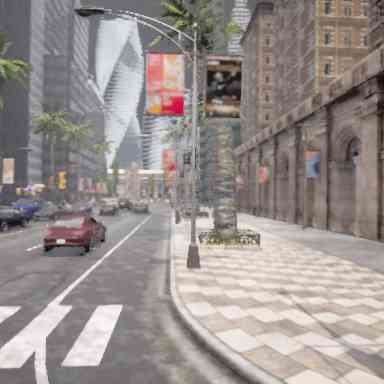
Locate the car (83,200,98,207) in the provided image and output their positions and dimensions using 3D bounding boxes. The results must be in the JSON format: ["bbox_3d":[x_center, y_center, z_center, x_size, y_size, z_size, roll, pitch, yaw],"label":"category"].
[{"bbox_3d":[-23.159,2.632,75.742,2.231,1.521,4.892,1,-1,-4],"label":"car"}]

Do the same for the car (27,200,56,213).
[{"bbox_3d":[-20.926,1.986,46.459,2.185,1.767,4.553,1,-1,-4],"label":"car"}]

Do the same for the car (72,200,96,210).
[{"bbox_3d":[-14.051,1.978,41.914,2.097,1.767,4.553,1,-1,-4],"label":"car"}]

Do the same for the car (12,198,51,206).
[{"bbox_3d":[-17.111,1.680,34.754,2.150,2.045,5.566,1,-1,-4],"label":"car"}]

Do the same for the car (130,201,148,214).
[{"bbox_3d":[-7.333,2.311,48.184,2.128,1.511,4.902,1,-1,-4],"label":"car"}]

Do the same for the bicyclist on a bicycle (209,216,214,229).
[{"bbox_3d":[1.841,1.705,20.268,1.656,1.620,0.582,0,-1,-4],"label":"bicyclist on a bicycle"}]

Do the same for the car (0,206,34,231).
[{"bbox_3d":[-12.824,1.880,22.511,1.895,1.301,4.718,1,-1,-4],"label":"car"}]

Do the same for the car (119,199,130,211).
[{"bbox_3d":[-11.505,2.157,57.044,2.150,2.045,5.566,1,-1,-3],"label":"car"}]

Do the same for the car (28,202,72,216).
[{"bbox_3d":[-13.423,1.950,31.822,1.837,1.490,4.892,1,-1,-4],"label":"car"}]

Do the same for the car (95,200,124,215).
[{"bbox_3d":[-10.405,2.163,42.218,2.128,1.511,4.902,1,-1,-4],"label":"car"}]

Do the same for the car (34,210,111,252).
[{"bbox_3d":[-5.118,1.752,14.919,1.812,1.442,4.674,1,-1,-4],"label":"car"}]
